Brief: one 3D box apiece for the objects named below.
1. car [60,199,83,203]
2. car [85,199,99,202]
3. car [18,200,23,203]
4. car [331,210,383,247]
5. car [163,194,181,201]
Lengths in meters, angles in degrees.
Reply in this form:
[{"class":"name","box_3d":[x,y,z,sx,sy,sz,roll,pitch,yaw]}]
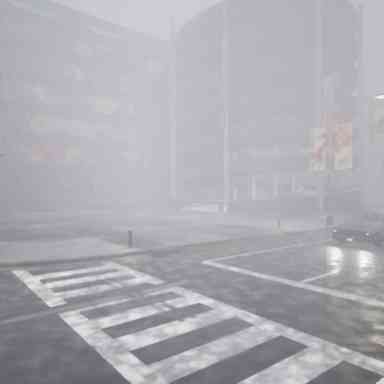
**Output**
[{"class":"car","box_3d":[-16.642,1.611,45.079,2.002,1.452,4.674,0,0,-39]},{"class":"car","box_3d":[-18.217,1.825,58.946,1.895,1.301,4.718,0,0,-39]},{"class":"car","box_3d":[-27.507,1.790,51.985,2.161,1.482,4.786,0,0,-39]},{"class":"car","box_3d":[8.579,1.577,15.411,5.357,1.411,2.033,0,0,-39]},{"class":"car","box_3d":[-4.345,1.376,71.212,2.435,2.045,5.566,0,0,-39]}]
